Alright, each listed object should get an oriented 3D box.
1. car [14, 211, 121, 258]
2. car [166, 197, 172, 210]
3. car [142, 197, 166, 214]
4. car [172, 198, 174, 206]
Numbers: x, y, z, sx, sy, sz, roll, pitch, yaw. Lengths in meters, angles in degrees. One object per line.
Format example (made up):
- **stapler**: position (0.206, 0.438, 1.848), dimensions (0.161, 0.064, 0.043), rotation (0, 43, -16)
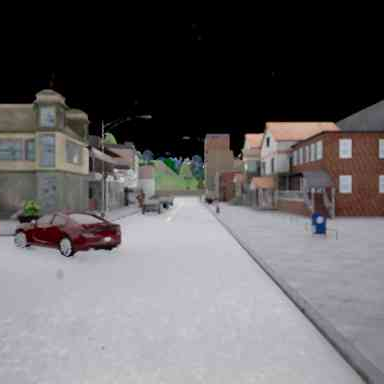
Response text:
- **car**: position (-4.919, 1.484, 12.938), dimensions (5.008, 1.535, 1.882), rotation (0, -1, 36)
- **car**: position (-4.063, 1.621, 44.334), dimensions (1.895, 1.301, 4.718), rotation (0, 0, 0)
- **car**: position (-4.102, 1.521, 35.029), dimensions (1.837, 1.490, 4.892), rotation (0, 0, 0)
- **car**: position (-4.005, 1.530, 54.702), dimensions (1.837, 1.490, 4.892), rotation (0, 0, 0)
